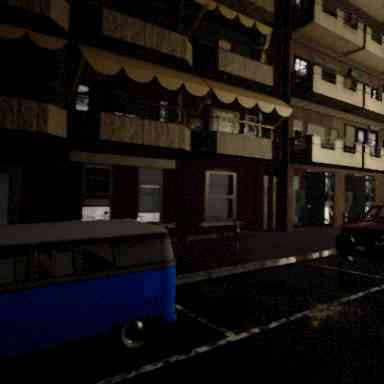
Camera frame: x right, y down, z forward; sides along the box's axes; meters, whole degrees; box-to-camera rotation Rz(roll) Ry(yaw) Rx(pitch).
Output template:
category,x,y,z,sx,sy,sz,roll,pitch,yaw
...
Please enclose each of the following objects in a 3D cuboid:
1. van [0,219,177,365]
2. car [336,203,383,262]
category,x,y,z,sx,sy,sz,roll,pitch,yaw
van,-2.127,1.340,4.552,3.998,1.788,1.690,0,2,-35
car,6.876,1.296,10.976,5.009,1.841,2.192,0,1,-35
